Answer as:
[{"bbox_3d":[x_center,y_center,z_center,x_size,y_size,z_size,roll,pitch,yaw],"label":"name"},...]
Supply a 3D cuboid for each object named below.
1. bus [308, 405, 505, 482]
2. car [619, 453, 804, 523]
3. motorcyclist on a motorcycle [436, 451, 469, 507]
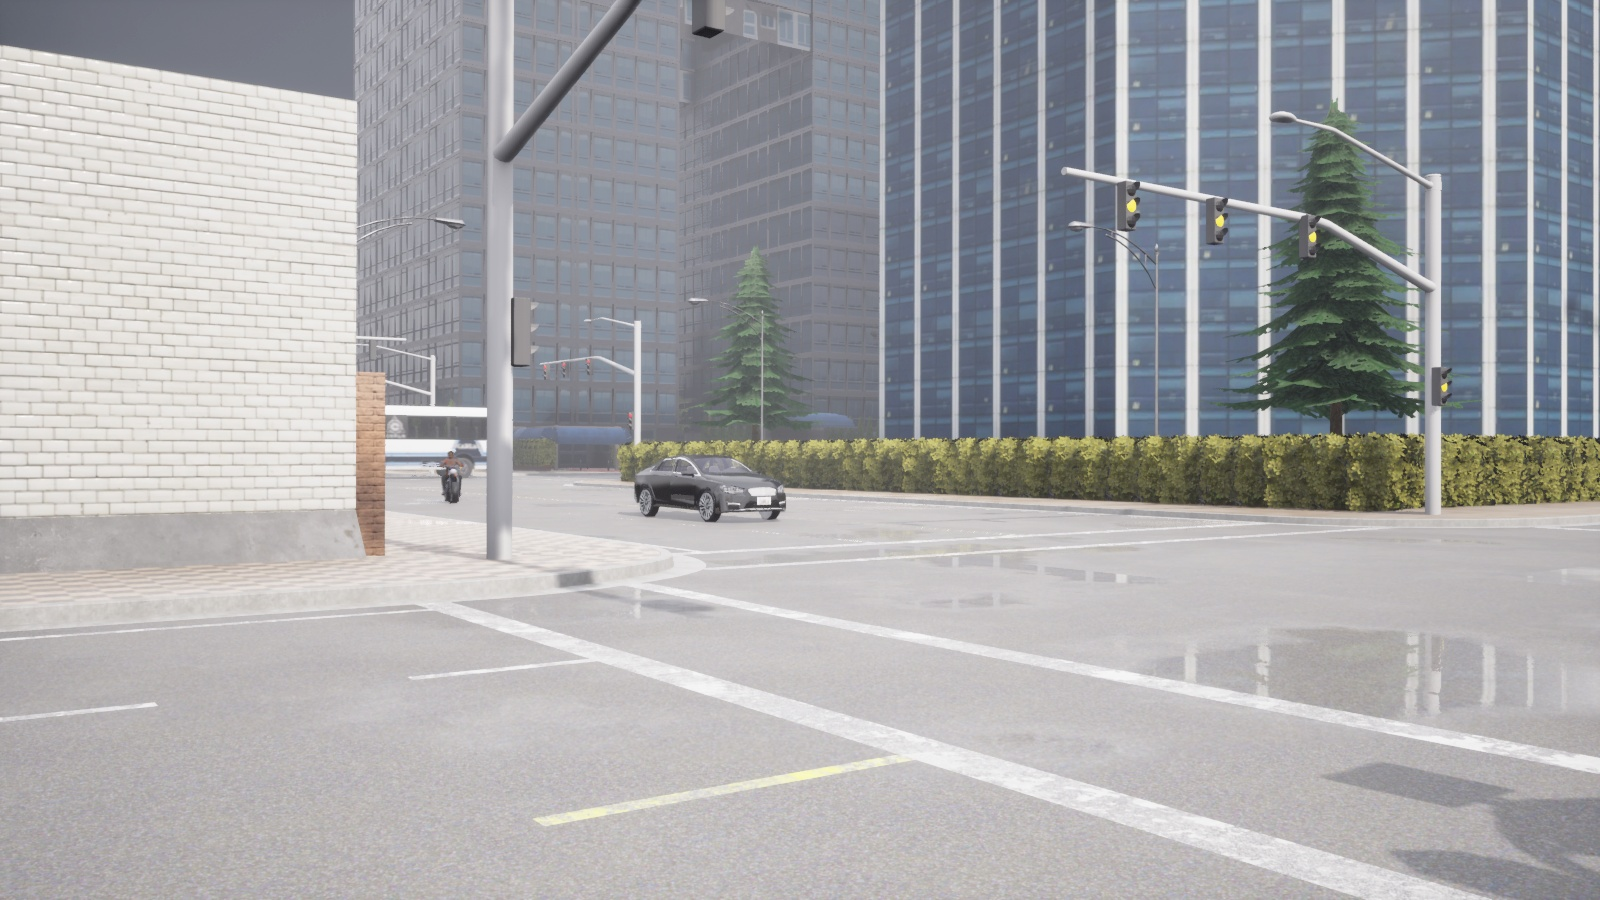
[{"bbox_3d":[-22.881,-0.348,73.461,10.273,4.253,3.944,0,0,-36],"label":"bus"},{"bbox_3d":[-2.194,0.834,29.697,2.128,1.511,4.902,0,0,-35],"label":"car"},{"bbox_3d":[-10.627,0.867,38.351,0.766,1.649,2.350,0,0,-21],"label":"motorcyclist on a motorcycle"}]
